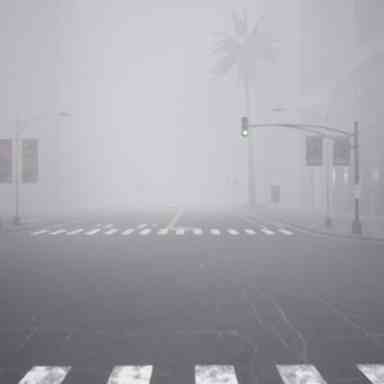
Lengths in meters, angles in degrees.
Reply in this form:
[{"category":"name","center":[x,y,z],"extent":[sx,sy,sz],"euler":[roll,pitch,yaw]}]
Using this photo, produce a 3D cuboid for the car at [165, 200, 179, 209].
[{"category":"car","center":[-3.089,2.004,52.310],"extent":[1.812,1.442,4.674],"euler":[0,1,0]}]
